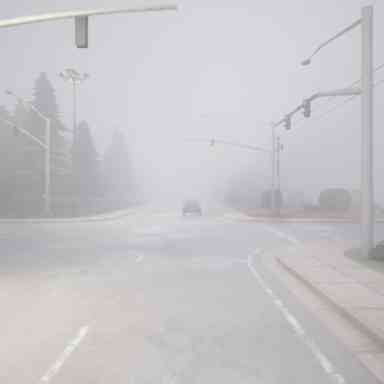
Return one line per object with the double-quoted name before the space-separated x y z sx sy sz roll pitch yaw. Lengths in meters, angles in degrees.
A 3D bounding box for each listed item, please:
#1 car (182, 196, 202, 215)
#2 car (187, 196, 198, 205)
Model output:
"car" 0.004 1.493 33.226 2.128 1.511 4.902 0 0 0
"car" 0.006 1.506 58.233 1.837 1.490 4.892 0 0 0
